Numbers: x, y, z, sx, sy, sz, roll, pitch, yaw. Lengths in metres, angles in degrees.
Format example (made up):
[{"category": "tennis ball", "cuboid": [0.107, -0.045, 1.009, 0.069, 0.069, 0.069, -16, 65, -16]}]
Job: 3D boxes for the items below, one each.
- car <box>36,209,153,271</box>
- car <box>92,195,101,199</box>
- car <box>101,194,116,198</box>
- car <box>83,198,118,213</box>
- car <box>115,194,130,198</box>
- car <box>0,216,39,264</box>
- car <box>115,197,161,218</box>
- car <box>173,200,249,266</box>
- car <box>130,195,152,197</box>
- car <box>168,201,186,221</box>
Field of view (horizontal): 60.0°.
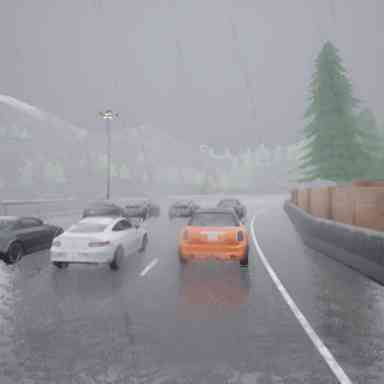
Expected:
[{"category": "car", "cuboid": [-2.792, 1.499, 10.844, 1.812, 1.442, 4.674, 0, 0, 7]}, {"category": "car", "cuboid": [-17.581, 1.312, 65.160, 1.882, 1.535, 5.008, 0, 0, 23]}, {"category": "car", "cuboid": [-14.545, 1.191, 63.325, 2.097, 1.767, 4.553, 0, 0, 23]}, {"category": "car", "cuboid": [-7.275, 1.493, 27.629, 1.994, 1.385, 4.181, 0, 0, 12]}, {"category": "car", "cuboid": [-11.504, 1.444, 61.574, 1.895, 1.301, 4.718, 0, 0, 23]}, {"category": "car", "cuboid": [-6.199, 1.532, 11.768, 1.994, 1.385, 4.181, 0, 0, 7]}, {"category": "car", "cuboid": [-3.915, 1.424, 26.606, 2.128, 1.511, 4.902, 0, 0, 12]}, {"category": "car", "cuboid": [0.834, 1.322, 11.645, 2.097, 1.767, 4.553, 0, 0, 6]}, {"category": "car", "cuboid": [-8.422, 1.339, 59.897, 2.128, 1.511, 4.902, 0, 0, 23]}, {"category": "car", "cuboid": [-0.451, 1.426, 26.089, 2.128, 1.511, 4.902, 0, 0, 12]}]
